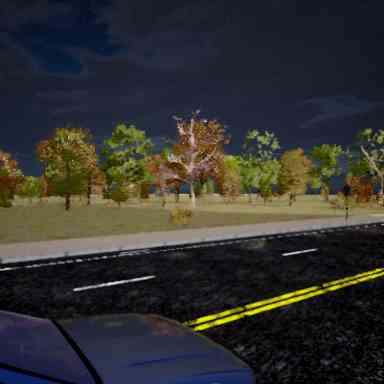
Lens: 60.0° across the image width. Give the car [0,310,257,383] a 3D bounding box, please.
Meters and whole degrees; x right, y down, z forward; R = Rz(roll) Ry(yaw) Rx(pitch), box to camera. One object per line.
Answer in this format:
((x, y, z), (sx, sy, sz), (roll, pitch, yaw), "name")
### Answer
((-1.974, 1.548, 2.031), (5.357, 1.411, 2.033), (0, 0, -36), "car")
